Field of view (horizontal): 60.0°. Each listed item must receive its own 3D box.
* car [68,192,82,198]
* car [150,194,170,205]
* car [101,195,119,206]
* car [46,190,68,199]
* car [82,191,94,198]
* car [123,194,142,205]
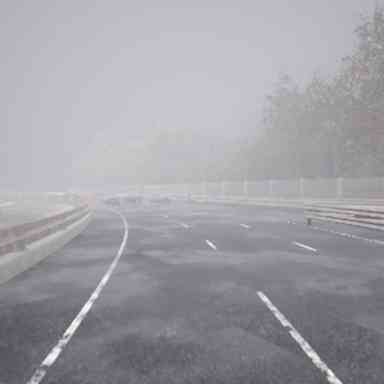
[{"bbox_3d":[-27.426,0.748,75.199,4.674,1.442,1.812,0,1,44],"label":"car"},{"bbox_3d":[-4.756,1.093,48.926,1.812,1.442,4.674,0,1,-26],"label":"car"},{"bbox_3d":[-11.558,1.136,46.894,1.812,1.442,4.674,0,1,-27],"label":"car"},{"bbox_3d":[-29.975,0.480,72.793,5.566,2.045,2.150,0,1,44],"label":"car"},{"bbox_3d":[-24.880,0.548,77.600,4.553,1.767,2.097,0,1,44],"label":"car"},{"bbox_3d":[-8.886,1.056,49.378,1.882,1.535,5.008,0,1,-27],"label":"car"}]
